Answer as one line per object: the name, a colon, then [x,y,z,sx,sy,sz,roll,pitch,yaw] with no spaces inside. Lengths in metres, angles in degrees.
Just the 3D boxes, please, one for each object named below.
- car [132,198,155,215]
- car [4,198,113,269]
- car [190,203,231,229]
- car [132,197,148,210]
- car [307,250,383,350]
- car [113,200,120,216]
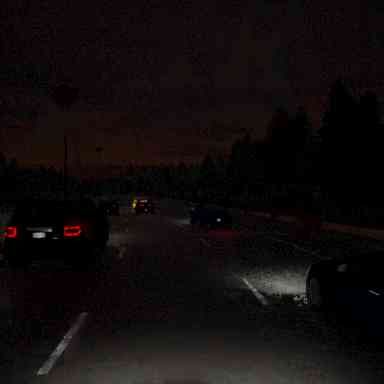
car: [-4.901,1.489,34.177,2.128,1.511,4.902,0,0,-11]
car: [-4.297,1.222,11.408,2.150,2.045,5.566,0,0,-6]
car: [1.109,1.477,21.789,1.882,1.535,5.008,0,0,-10]
car: [-6.883,1.476,43.967,1.882,1.535,5.008,0,0,-11]
car: [3.291,1.525,4.774,1.812,1.442,4.674,0,0,-3]
car: [-8.149,1.490,32.604,2.128,1.511,4.902,0,0,-11]
